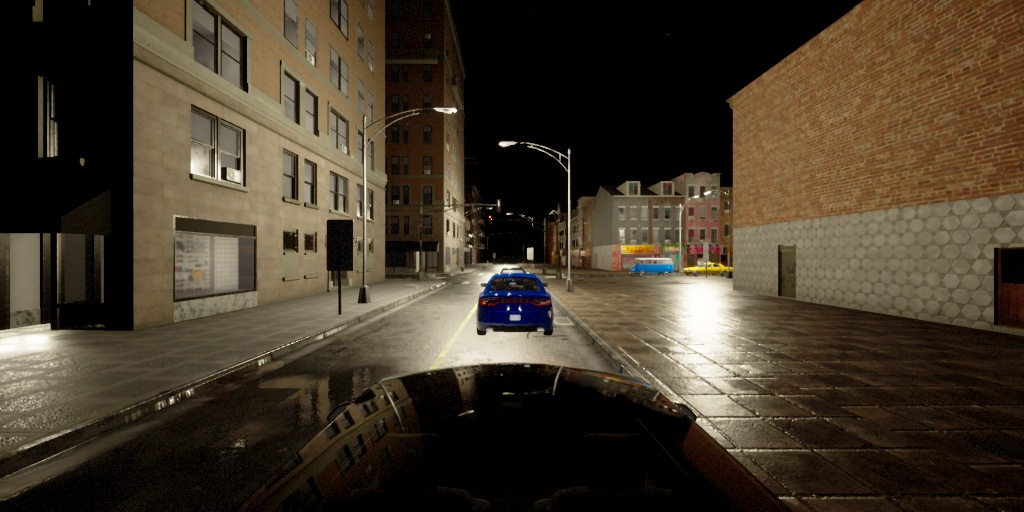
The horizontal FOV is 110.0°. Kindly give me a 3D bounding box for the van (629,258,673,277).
[{"bbox_3d":[13.618,1.087,35.044,3.998,1.789,1.690,0,0,0],"label":"van"}]

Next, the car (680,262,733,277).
[{"bbox_3d":[19.060,1.267,35.056,4.829,1.417,1.751,0,0,0],"label":"car"}]

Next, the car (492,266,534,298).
[{"bbox_3d":[0.037,1.313,19.257,1.994,1.385,4.181,0,0,0],"label":"car"}]

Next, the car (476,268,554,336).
[{"bbox_3d":[0.069,1.227,10.488,1.882,1.535,5.008,0,0,0],"label":"car"}]
